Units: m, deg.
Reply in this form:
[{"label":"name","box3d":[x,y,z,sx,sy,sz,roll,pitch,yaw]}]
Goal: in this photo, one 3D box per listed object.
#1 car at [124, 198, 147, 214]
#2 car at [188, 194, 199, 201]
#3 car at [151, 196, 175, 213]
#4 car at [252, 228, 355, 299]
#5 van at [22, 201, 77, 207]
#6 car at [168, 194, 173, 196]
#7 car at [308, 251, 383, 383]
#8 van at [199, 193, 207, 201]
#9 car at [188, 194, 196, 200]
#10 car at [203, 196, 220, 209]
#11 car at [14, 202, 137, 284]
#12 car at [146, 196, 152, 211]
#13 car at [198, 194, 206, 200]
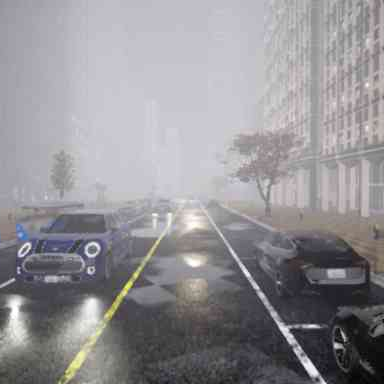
[{"label":"car","box3d":[-5.724,1.469,30.733,2.008,1.369,4.403,-1,0,0]},{"label":"car","box3d":[-0.057,1.332,74.865,2.033,1.411,5.357,0,0,0]},{"label":"car","box3d":[-3.027,1.467,36.173,1.812,1.442,4.674,0,0,0]},{"label":"car","box3d":[2.674,1.540,8.239,1.947,1.339,4.313,-1,0,0]},{"label":"van","box3d":[-5.714,1.302,13.857,1.690,1.788,3.998,-1,0,0]},{"label":"car","box3d":[-5.755,1.398,70.109,2.008,1.369,4.403,-1,0,0]},{"label":"car","box3d":[2.679,1.557,2.614,1.947,1.339,4.313,-1,0,0]},{"label":"van","box3d":[2.616,1.178,75.740,1.690,1.788,3.998,-1,0,0]},{"label":"car","box3d":[-0.066,1.257,85.222,2.033,1.411,5.357,0,0,0]},{"label":"car","box3d":[2.647,1.474,41.991,1.802,1.307,4.206,-1,0,0]},{"label":"car","box3d":[-3.095,1.323,9.599,2.097,1.767,4.553,0,0,0]},{"label":"car","box3d":[-5.729,1.432,36.189,1.752,1.417,4.829,-1,0,0]},{"label":"car","box3d":[2.609,1.264,86.990,1.967,1.590,4.097,-1,0,0]}]
